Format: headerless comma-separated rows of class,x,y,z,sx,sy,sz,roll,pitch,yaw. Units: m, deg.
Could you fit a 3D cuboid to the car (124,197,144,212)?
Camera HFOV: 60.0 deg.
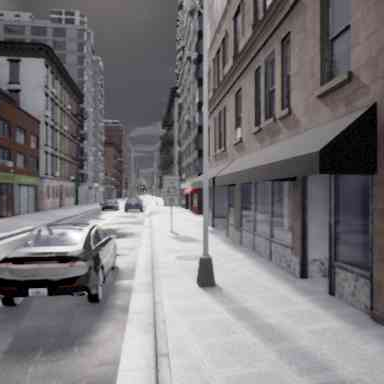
car,-6.996,1.422,40.263,2.097,1.767,4.553,0,0,-7

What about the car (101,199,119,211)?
car,-10.397,1.625,42.718,2.033,1.411,5.357,0,0,-7

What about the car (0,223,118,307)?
car,-2.937,1.501,8.083,2.128,1.511,4.902,0,0,-7

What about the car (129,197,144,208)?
car,-8.323,1.587,50.177,2.128,1.511,4.902,0,0,-7
